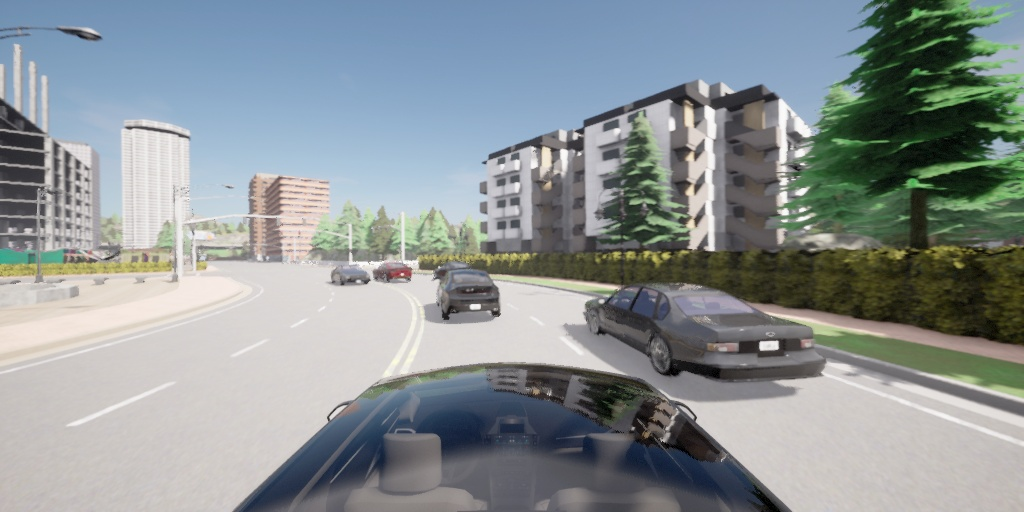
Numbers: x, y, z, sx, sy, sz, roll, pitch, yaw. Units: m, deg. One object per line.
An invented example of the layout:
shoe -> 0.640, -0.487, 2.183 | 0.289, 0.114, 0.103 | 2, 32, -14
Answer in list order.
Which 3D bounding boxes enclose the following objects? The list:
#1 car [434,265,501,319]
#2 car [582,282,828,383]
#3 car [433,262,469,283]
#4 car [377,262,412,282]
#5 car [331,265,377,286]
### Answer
car -> -1.663, 1.232, 12.808 | 1.837, 1.490, 4.892 | 0, 0, -14
car -> 3.108, 1.242, 7.295 | 2.033, 1.411, 5.357 | -1, 0, -8
car -> -4.418, 1.182, 27.458 | 1.882, 1.535, 5.008 | -1, 0, -32
car -> -9.704, 1.235, 28.858 | 1.882, 1.535, 5.008 | -1, 0, -37
car -> -11.950, 1.339, 26.345 | 2.033, 1.411, 5.357 | -1, 0, -37
